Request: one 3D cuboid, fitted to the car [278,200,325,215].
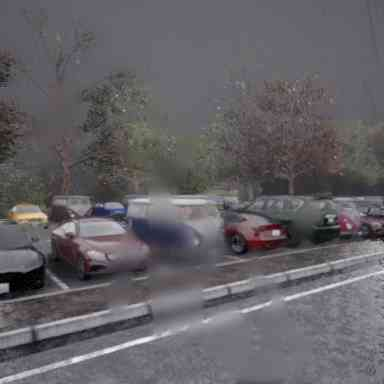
[{"bbox_3d":[12.038,1.691,36.875,2.002,1.452,4.674,1,0,-35],"label":"car"}]

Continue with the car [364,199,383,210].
[{"bbox_3d":[27.933,1.871,48.198,2.097,1.535,5.008,1,0,-35],"label":"car"}]

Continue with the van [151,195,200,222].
[{"bbox_3d":[-1.461,1.240,27.400,1.878,1.987,4.442,1,0,-35],"label":"van"}]

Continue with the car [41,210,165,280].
[{"bbox_3d":[-2.956,1.499,10.138,2.002,1.452,4.674,0,0,-35],"label":"car"}]

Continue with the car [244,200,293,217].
[{"bbox_3d":[7.631,1.630,33.730,2.002,1.452,4.674,1,0,-35],"label":"car"}]

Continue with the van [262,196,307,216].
[{"bbox_3d":[9.718,1.394,35.363,1.878,1.987,4.442,1,0,-35],"label":"van"}]

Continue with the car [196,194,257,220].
[{"bbox_3d":[3.034,1.275,30.424,2.435,2.045,5.566,1,0,-35],"label":"car"}]

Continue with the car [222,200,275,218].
[{"bbox_3d":[5.376,1.559,32.120,2.097,1.535,5.008,1,0,-35],"label":"car"}]

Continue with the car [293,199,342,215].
[{"bbox_3d":[14.401,1.684,38.548,2.097,1.535,5.008,1,0,-35],"label":"car"}]

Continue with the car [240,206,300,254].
[{"bbox_3d":[1.556,1.461,13.384,2.163,1.488,4.792,0,0,-35],"label":"car"}]

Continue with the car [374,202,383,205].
[{"bbox_3d":[10.600,1.527,19.783,2.097,1.535,5.008,1,0,-35],"label":"car"}]

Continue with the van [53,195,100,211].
[{"bbox_3d":[-8.082,1.218,22.399,1.878,1.987,4.442,0,0,-35],"label":"van"}]

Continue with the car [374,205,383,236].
[{"bbox_3d":[8.334,1.536,18.179,2.002,1.452,4.674,1,0,-35],"label":"car"}]

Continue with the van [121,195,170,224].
[{"bbox_3d":[-3.691,1.207,25.527,1.878,1.987,4.442,0,0,-35],"label":"van"}]

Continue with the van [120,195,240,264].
[{"bbox_3d":[-0.626,1.219,11.651,1.878,1.987,4.442,0,0,-35],"label":"van"}]

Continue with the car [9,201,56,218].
[{"bbox_3d":[-10.297,1.454,20.738,1.946,1.575,5.366,0,0,-35],"label":"car"}]

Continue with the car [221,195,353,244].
[{"bbox_3d":[3.799,1.182,14.981,2.435,2.045,5.566,1,0,-35],"label":"car"}]

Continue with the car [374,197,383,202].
[{"bbox_3d":[12.877,1.433,21.373,2.185,1.767,4.553,1,0,-35],"label":"car"}]

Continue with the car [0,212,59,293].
[{"bbox_3d":[-5.199,1.501,8.500,2.163,1.488,4.792,0,0,-35],"label":"car"}]

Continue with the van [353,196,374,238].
[{"bbox_3d":[6.144,1.239,16.473,1.878,1.987,4.442,1,0,-35],"label":"van"}]

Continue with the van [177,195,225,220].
[{"bbox_3d":[0.693,1.269,28.935,1.878,1.987,4.442,1,0,-35],"label":"van"}]

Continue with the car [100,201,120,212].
[{"bbox_3d":[-5.896,1.430,24.106,2.097,1.535,5.008,0,0,-35],"label":"car"}]
